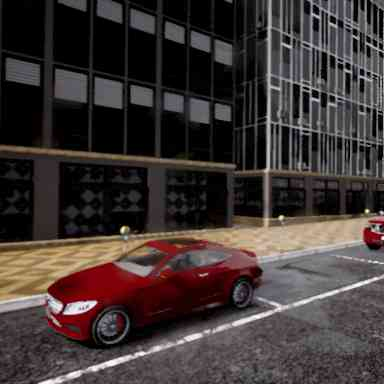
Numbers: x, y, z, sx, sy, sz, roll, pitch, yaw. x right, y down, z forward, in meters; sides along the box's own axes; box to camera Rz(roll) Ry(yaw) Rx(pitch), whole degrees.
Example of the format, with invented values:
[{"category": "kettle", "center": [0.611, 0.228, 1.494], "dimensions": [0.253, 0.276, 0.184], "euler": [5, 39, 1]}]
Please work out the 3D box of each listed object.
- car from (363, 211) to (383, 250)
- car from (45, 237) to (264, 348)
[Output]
[{"category": "car", "center": [8.621, 1.247, 12.699], "dimensions": [5.009, 1.841, 2.192], "euler": [0, 1, -36]}, {"category": "car", "center": [-0.454, 1.567, 6.223], "dimensions": [4.206, 1.307, 1.802], "euler": [0, 1, -36]}]
